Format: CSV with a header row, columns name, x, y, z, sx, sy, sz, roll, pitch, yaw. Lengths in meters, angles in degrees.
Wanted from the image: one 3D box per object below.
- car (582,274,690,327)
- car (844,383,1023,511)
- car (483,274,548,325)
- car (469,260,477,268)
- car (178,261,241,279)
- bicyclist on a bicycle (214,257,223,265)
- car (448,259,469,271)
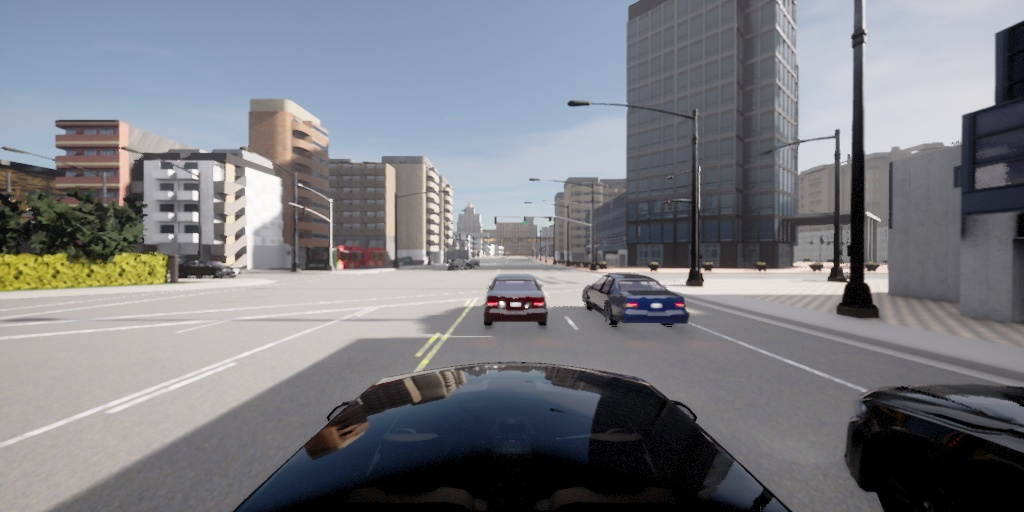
name,x,y,z,sx,sy,sz,roll,pitch,yaw
car,3.606,1.283,11.481,2.033,1.411,5.357,0,0,0
car,3.602,1.240,0.869,2.128,1.511,4.902,0,0,0
car,0.093,1.284,11.680,2.033,1.411,5.357,0,0,0
car,-7.075,1.268,56.588,1.895,1.301,4.718,0,0,0
car,-25.435,1.129,29.990,4.902,1.511,2.128,0,0,1
bicyclist on a bicycle,-30.787,0.885,37.506,0.582,1.620,1.656,0,1,0
car,-7.083,1.128,46.503,1.837,1.490,4.892,0,0,0
